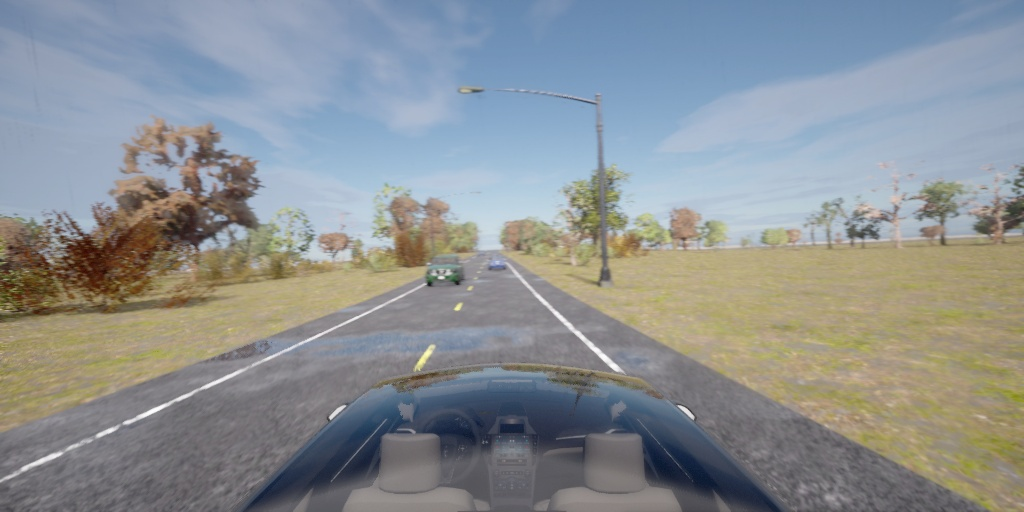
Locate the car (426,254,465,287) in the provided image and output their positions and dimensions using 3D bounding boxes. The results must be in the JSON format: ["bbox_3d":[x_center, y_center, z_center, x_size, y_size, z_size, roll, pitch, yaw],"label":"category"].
[{"bbox_3d":[-4.594,0.940,25.257,2.150,2.045,5.566,-3,1,-3],"label":"car"}]

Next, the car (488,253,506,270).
[{"bbox_3d":[-1.661,0.746,40.092,2.033,1.411,5.357,-3,2,-3],"label":"car"}]
